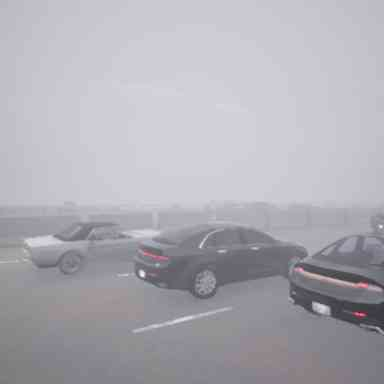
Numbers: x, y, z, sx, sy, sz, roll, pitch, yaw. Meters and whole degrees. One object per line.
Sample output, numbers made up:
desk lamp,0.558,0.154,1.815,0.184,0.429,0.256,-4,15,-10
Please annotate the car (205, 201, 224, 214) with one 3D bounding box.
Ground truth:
car,4.254,1.579,34.886,4.902,1.511,2.128,1,0,-27

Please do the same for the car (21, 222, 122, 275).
car,-2.578,1.592,10.360,4.718,1.301,1.895,1,0,-34

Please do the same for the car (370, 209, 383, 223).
car,12.403,1.639,19.205,4.892,1.490,1.837,1,0,-28

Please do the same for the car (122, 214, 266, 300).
car,0.955,1.524,8.480,4.892,1.490,1.837,1,0,-34

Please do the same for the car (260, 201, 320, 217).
car,9.062,1.668,29.539,5.357,1.411,2.033,1,0,-27

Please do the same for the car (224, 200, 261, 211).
car,5.890,1.601,31.792,4.892,1.490,1.837,1,0,-27

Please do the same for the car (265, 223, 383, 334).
car,3.955,1.533,6.253,4.902,1.511,2.128,1,0,-33
